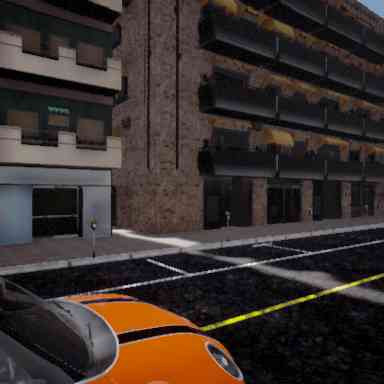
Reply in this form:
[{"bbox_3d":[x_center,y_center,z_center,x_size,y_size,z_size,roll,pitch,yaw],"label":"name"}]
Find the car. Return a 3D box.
[{"bbox_3d":[-1.729,1.347,2.200,4.553,1.767,2.097,0,0,-36],"label":"car"}]
